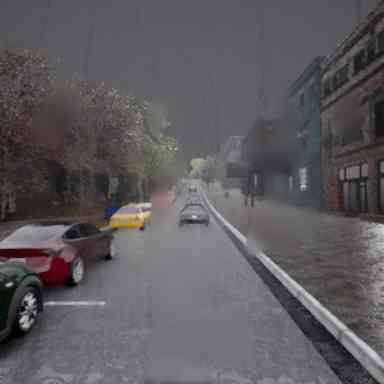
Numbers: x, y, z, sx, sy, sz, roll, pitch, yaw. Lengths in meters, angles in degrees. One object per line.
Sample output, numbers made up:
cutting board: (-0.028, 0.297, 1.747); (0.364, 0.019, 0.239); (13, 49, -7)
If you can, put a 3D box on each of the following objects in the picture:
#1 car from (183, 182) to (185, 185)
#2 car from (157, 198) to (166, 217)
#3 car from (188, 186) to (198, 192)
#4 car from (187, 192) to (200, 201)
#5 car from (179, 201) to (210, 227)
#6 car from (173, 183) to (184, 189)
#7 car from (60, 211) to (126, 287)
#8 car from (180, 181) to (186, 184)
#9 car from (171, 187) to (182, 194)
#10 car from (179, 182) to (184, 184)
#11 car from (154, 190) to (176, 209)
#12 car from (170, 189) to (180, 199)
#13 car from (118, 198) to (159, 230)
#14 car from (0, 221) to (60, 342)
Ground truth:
car: (-3.465, -0.829, 79.121); (2.231, 1.521, 4.892); (0, 4, 2)
car: (-3.587, 1.461, 26.848); (2.002, 1.452, 4.674); (0, 0, 2)
car: (0.182, -0.612, 76.313); (1.812, 1.442, 4.674); (0, 4, 0)
car: (0.201, 1.174, 42.660); (2.033, 1.411, 5.357); (0, 2, 0)
car: (0.155, 1.528, 22.774); (1.994, 1.385, 4.181); (0, 0, 0)
car: (-3.492, -0.259, 67.967); (2.185, 1.767, 4.553); (0, 4, 2)
car: (-3.640, 1.530, 9.464); (2.163, 1.488, 4.792); (-1, 0, 2)
car: (-3.430, -1.546, 90.432); (1.946, 1.575, 5.366); (0, 4, 2)
car: (-3.498, 0.520, 56.856); (2.231, 1.521, 4.892); (1, 3, 2)
car: (-3.479, -0.605, 73.528); (2.185, 1.767, 4.553); (0, 4, 2)
car: (-3.532, 1.057, 40.105); (2.185, 1.767, 4.553); (2, 2, 2)
car: (-3.509, 0.776, 51.123); (1.946, 1.575, 5.366); (1, 3, 2)
car: (-3.595, 1.444, 20.712); (1.946, 1.575, 5.366); (0, 1, 2)
car: (-3.643, 1.357, 3.860); (2.185, 1.767, 4.553); (0, 0, 2)
